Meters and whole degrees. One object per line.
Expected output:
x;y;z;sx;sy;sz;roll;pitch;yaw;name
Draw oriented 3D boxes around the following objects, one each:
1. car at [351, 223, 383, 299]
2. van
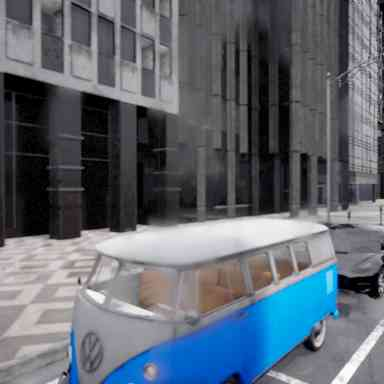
4.187;1.511;8.444;1.947;1.339;4.313;0;0;41;car
0.462;1.319;4.210;1.690;1.788;3.998;0;1;41;van
